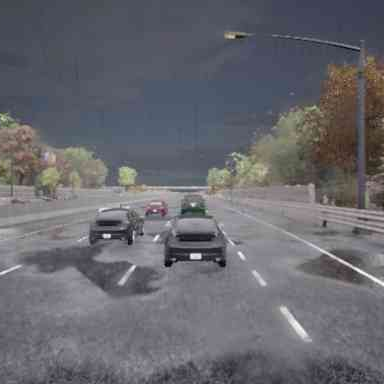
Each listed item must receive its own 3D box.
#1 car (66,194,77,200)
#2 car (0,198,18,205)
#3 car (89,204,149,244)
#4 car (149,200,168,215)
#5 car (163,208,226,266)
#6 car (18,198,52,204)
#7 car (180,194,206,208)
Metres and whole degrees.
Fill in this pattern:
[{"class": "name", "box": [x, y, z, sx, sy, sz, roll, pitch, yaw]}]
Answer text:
[{"class": "car", "box": [-27.979, 1.330, 77.485, 1.837, 1.490, 4.892, 0, 0, 0]}, {"class": "car", "box": [-21.077, 1.502, 38.036, 1.882, 1.535, 5.008, 0, 0, 0]}, {"class": "car", "box": [-3.395, 1.509, 15.708, 1.837, 1.490, 4.892, 0, 0, 0]}, {"class": "car", "box": [-3.392, 1.543, 32.729, 1.812, 1.442, 4.674, 0, 0, 0]}, {"class": "car", "box": [0.104, 1.507, 11.506, 1.837, 1.490, 4.892, 0, 0, 0]}, {"class": "car", "box": [-17.577, 1.529, 38.307, 1.837, 1.490, 4.892, 0, 0, 0]}, {"class": "car", "box": [0.104, 1.237, 30.840, 2.150, 2.045, 5.566, 0, 0, 0]}]
